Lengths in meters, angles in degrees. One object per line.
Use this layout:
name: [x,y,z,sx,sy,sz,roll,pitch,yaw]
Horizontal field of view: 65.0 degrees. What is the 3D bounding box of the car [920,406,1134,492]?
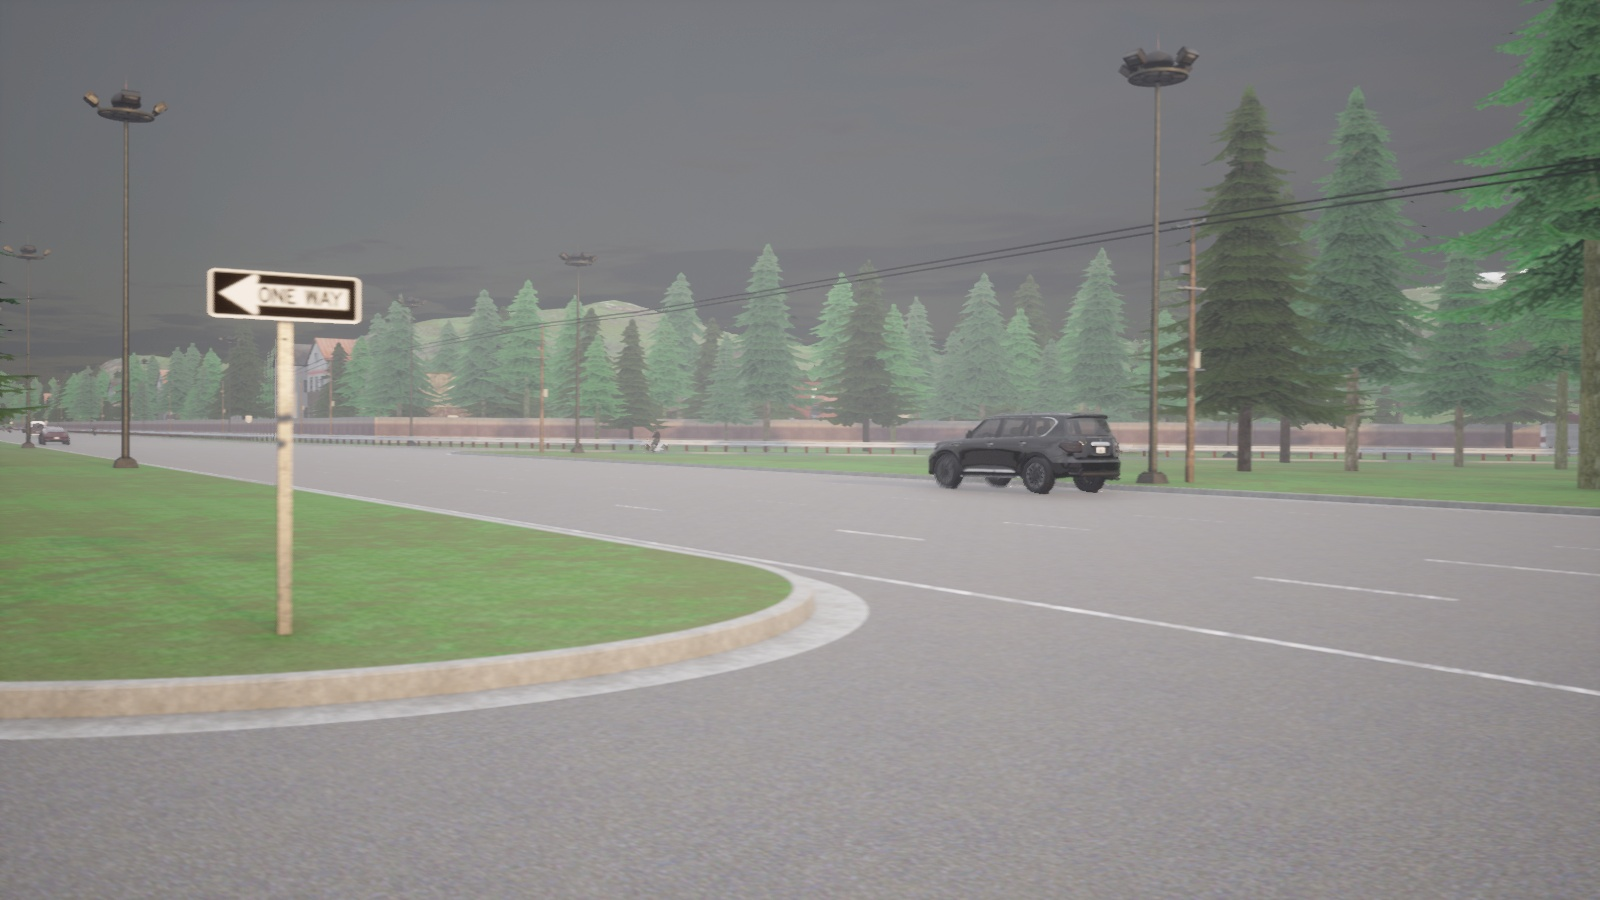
car: [5.782,-0.058,32.811,2.150,2.045,5.566,-1,1,-36]
